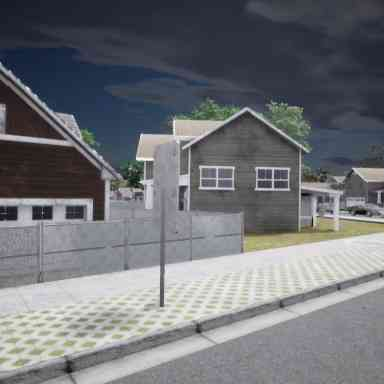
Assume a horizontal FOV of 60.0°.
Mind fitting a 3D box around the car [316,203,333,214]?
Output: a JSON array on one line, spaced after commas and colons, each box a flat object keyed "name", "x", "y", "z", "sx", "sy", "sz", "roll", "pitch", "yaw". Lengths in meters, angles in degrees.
[{"name": "car", "x": 18.015, "y": 2.292, "z": 46.093, "sx": 1.837, "sy": 1.490, "sz": 4.892, "roll": 1, "pitch": -2, "yaw": -6}]

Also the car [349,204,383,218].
[{"name": "car", "x": 18.996, "y": 1.999, "z": 35.988, "sx": 2.128, "sy": 1.511, "sz": 4.902, "roll": 1, "pitch": -2, "yaw": -5}]
